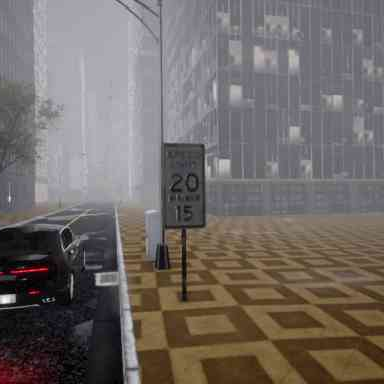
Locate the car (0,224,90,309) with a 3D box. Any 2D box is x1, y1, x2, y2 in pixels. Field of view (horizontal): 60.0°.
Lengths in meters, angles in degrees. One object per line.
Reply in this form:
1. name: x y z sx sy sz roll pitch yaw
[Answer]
1. car: -3.608 1.509 7.811 1.837 1.490 4.892 -1 0 -13
